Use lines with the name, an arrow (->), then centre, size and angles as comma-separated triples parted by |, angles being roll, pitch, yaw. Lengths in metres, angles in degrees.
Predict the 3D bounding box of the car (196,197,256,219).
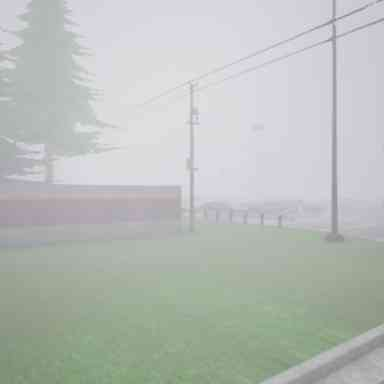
car -> 2.789, 1.459, 28.593 | 1.882, 1.535, 5.008 | 0, 0, -36

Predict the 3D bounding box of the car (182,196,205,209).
car -> -0.252, 1.504, 38.771 | 1.812, 1.442, 4.674 | 0, 0, -36

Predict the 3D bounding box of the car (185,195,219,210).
car -> 1.213, 1.326, 42.723 | 2.097, 1.767, 4.553 | 0, 0, -36

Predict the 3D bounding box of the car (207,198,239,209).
car -> 4.142, 1.534, 44.649 | 1.994, 1.385, 4.181 | 0, 0, -36

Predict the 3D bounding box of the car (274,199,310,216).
car -> 8.565, 1.466, 32.552 | 2.128, 1.511, 4.902 | 0, 0, -36

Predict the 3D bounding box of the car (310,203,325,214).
car -> 11.138, 1.518, 34.969 | 2.033, 1.411, 5.357 | 0, 0, -36

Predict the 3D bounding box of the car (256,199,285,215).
car -> 5.798, 1.579, 30.405 | 1.895, 1.301, 4.718 | 0, 0, -36
